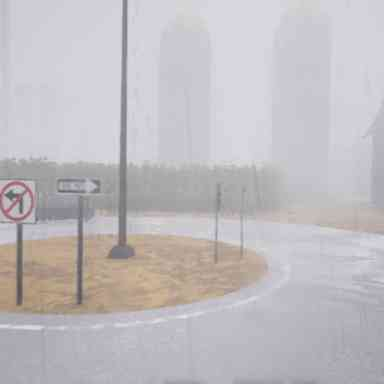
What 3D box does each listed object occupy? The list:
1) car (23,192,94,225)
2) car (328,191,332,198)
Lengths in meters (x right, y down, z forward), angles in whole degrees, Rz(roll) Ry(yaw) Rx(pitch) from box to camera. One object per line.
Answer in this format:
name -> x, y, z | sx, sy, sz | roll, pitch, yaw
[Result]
car -> -7.884, 0.783, 18.433 | 4.553, 1.767, 2.097 | 0, 2, -30
car -> 24.434, 0.378, 61.253 | 1.994, 1.381, 4.181 | 1, 1, 12
